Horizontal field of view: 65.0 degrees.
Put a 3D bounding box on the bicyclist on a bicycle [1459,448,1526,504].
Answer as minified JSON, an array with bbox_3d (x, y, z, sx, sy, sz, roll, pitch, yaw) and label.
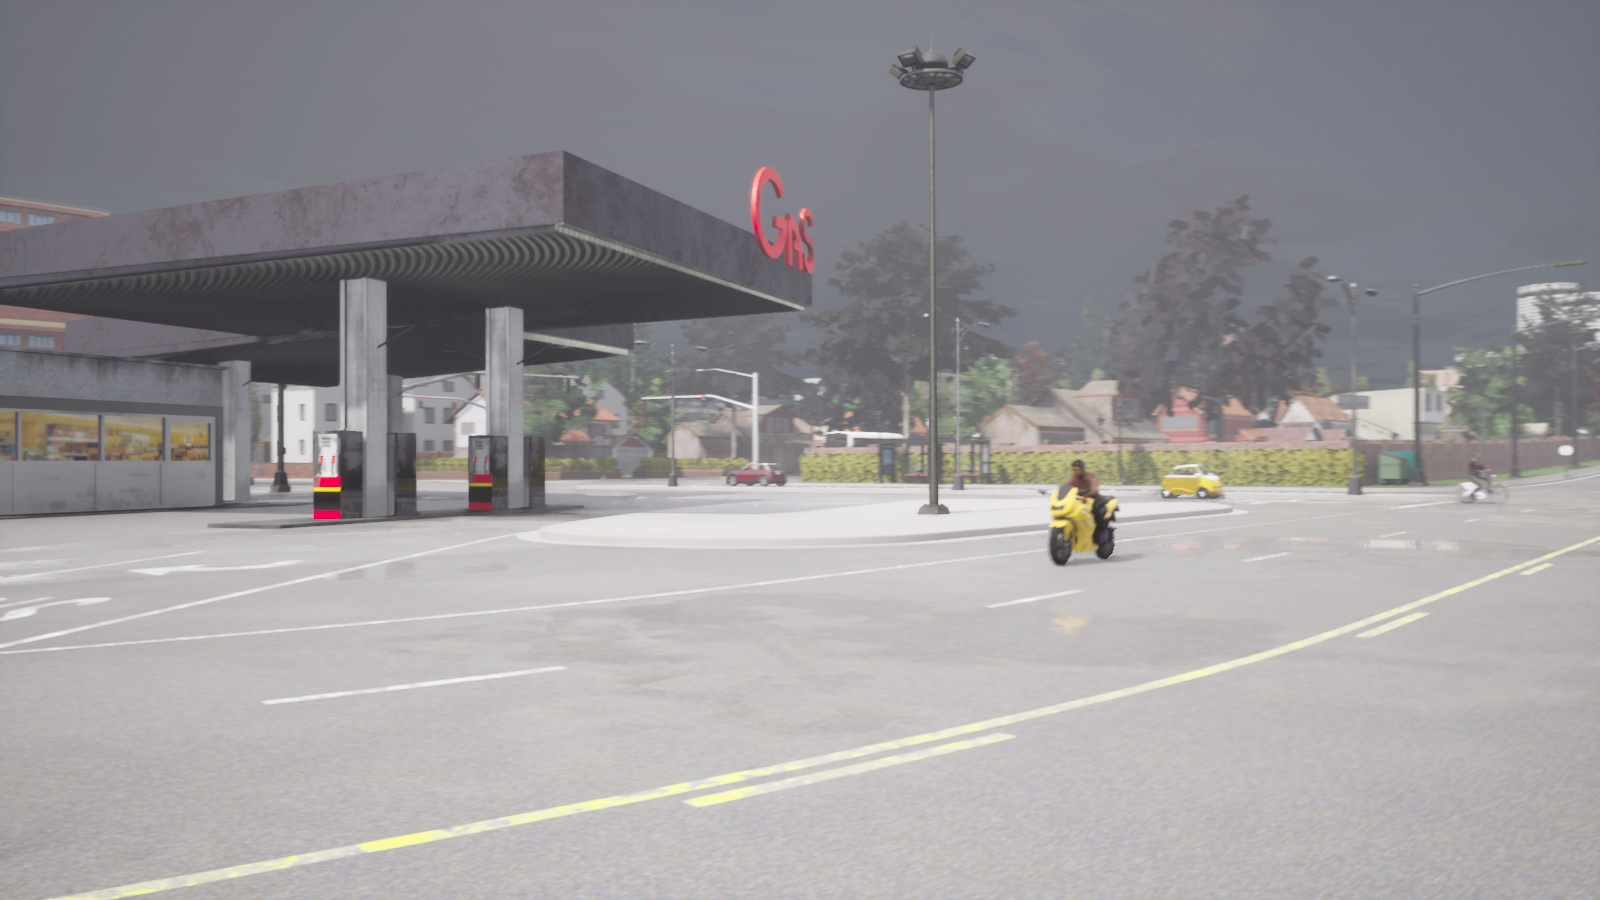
[{"bbox_3d":[22.835,0.844,41.451,0.659,1.776,1.843,-3,0,-25],"label":"bicyclist on a bicycle"}]

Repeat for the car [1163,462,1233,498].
[{"bbox_3d":[15.454,1.164,48.778,2.207,1.376,1.481,-1,-1,39],"label":"car"}]

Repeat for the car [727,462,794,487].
[{"bbox_3d":[-2.466,1.520,78.271,3.806,1.475,1.970,-1,-1,39],"label":"car"}]

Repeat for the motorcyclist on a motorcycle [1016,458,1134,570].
[{"bbox_3d":[3.991,0.880,18.123,0.797,1.523,2.044,-1,-1,39],"label":"motorcyclist on a motorcycle"}]
